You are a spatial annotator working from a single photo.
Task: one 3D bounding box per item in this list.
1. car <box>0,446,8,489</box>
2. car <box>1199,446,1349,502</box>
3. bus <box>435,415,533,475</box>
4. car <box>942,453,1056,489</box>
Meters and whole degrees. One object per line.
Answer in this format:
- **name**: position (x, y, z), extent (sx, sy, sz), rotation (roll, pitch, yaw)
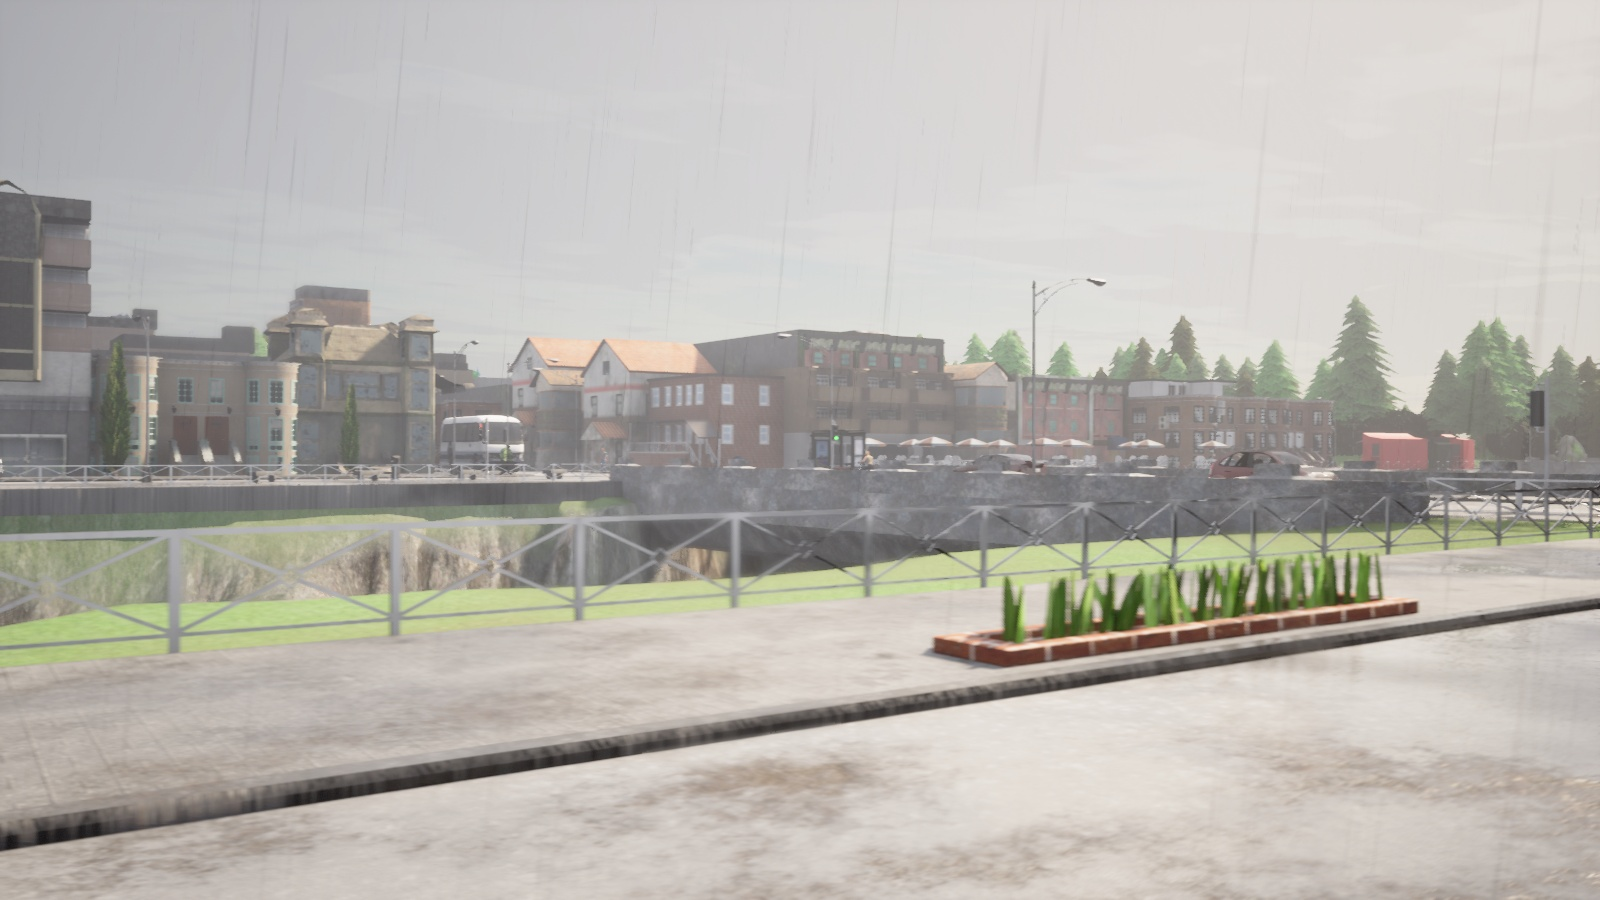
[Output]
- **car**: position (-36.751, 0.771, 53.885), extent (4.605, 1.855, 1.932), rotation (0, 0, -35)
- **car**: position (14.604, 0.707, 38.871), extent (1.851, 1.617, 3.988), rotation (0, 0, -35)
- **bus**: position (-23.805, -0.351, 94.055), extent (3.944, 4.253, 10.273), rotation (0, 0, -33)
- **car**: position (8.567, 0.860, 54.532), extent (2.163, 1.488, 4.792), rotation (0, 0, -35)
